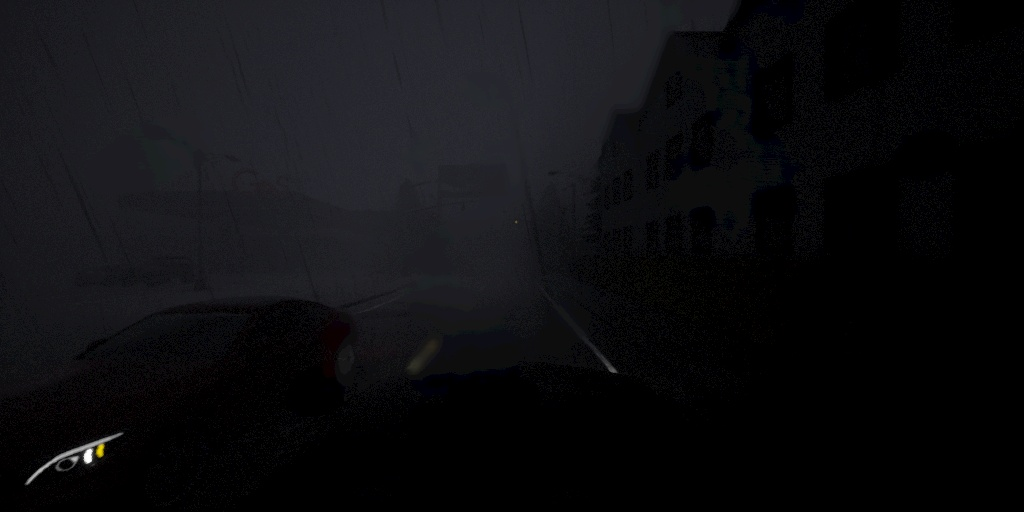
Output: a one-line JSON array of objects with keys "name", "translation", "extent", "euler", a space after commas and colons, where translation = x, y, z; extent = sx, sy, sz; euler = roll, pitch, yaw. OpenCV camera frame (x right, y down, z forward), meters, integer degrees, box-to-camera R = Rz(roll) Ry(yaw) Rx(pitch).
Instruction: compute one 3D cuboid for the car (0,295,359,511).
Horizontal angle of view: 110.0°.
[{"name": "car", "translation": [-3.499, 1.266, 4.354], "extent": [1.812, 1.442, 4.674], "euler": [0, 0, 0]}]
